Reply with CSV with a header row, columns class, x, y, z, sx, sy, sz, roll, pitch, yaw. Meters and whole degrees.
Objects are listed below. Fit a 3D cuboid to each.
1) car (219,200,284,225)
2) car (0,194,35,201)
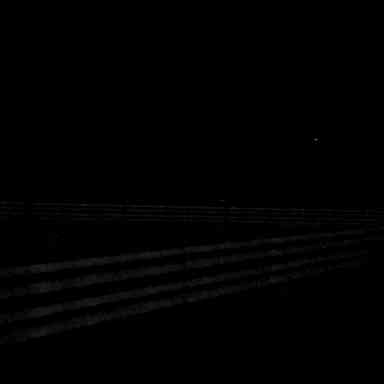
class,x,y,z,sx,sy,sz,roll,pitch,yaw
car,4.297,1.361,23.952,4.553,1.767,2.097,2,-1,-7
car,-14.731,0.941,28.709,4.674,1.442,1.812,2,-1,-7
